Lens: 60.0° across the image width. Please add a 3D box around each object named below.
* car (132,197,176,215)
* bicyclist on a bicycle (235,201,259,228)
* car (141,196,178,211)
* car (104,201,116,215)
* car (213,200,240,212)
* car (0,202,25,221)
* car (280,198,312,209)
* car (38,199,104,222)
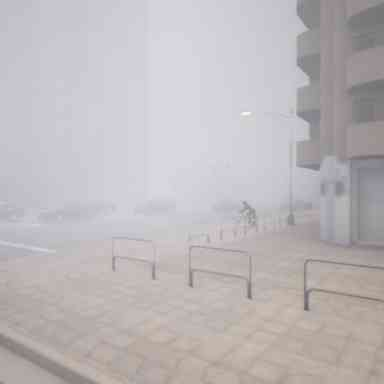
[{"bbox_3d":[-4.104,1.537,34.831,1.837,1.490,4.892,0,0,35],"label":"car"},{"bbox_3d":[3.311,1.350,20.148,1.656,1.620,0.582,0,0,35],"label":"bicyclist on a bicycle"},{"bbox_3d":[-3.965,1.380,41.121,2.097,1.767,4.553,0,0,35],"label":"car"},{"bbox_3d":[-9.792,1.504,32.799,1.882,1.535,5.008,0,0,35],"label":"car"},{"bbox_3d":[4.244,1.602,40.403,1.994,1.385,4.181,0,0,35],"label":"car"},{"bbox_3d":[-15.221,1.530,25.031,1.837,1.490,4.892,0,0,36],"label":"car"},{"bbox_3d":[14.132,1.571,45.201,4.674,1.442,1.812,0,-1,-26],"label":"car"},{"bbox_3d":[-9.812,1.535,26.637,1.837,1.490,4.892,0,0,35],"label":"car"}]
